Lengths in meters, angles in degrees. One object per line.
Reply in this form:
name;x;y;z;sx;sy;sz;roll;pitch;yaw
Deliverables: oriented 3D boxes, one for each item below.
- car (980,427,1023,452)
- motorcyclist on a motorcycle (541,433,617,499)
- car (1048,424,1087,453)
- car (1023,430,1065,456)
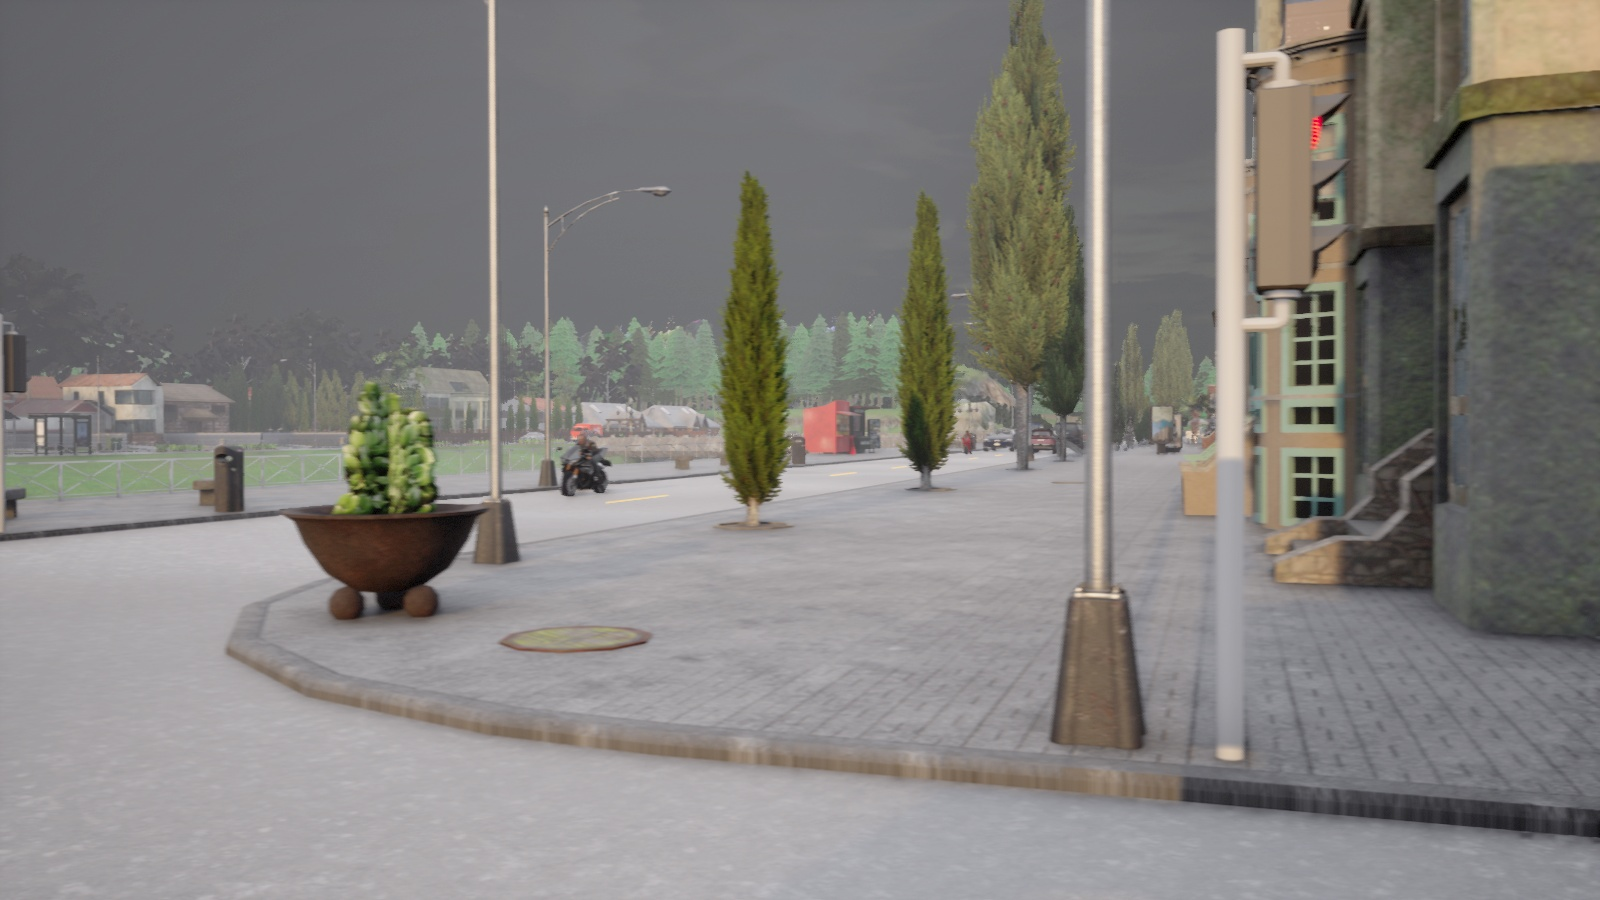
car;14.305;-0.765;88.937;2.152;1.651;5.027;1;1;19
motorcyclist on a motorcycle;-5.356;0.352;30.568;0.866;1.530;2.191;1;1;19
car;19.802;-0.865;92.723;2.150;2.045;5.566;1;1;19
car;15.707;-0.475;80.572;2.033;1.649;4.856;1;1;19
